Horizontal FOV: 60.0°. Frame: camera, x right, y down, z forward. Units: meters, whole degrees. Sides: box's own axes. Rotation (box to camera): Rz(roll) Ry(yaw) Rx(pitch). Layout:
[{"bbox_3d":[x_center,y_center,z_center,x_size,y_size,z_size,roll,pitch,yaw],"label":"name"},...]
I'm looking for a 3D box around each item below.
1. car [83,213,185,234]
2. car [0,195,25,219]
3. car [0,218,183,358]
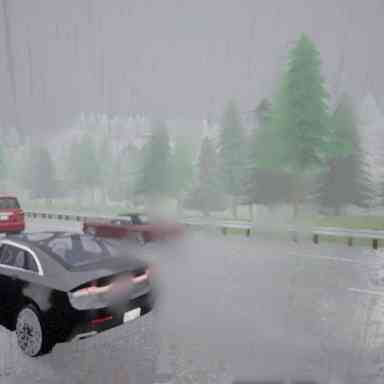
[{"bbox_3d":[-2.692,1.552,14.512,4.718,1.301,1.895,0,0,36],"label":"car"},{"bbox_3d":[-9.952,1.144,15.407,5.566,2.045,2.150,0,0,36],"label":"car"},{"bbox_3d":[-2.797,1.466,5.988,4.902,1.511,2.128,0,0,35],"label":"car"}]
